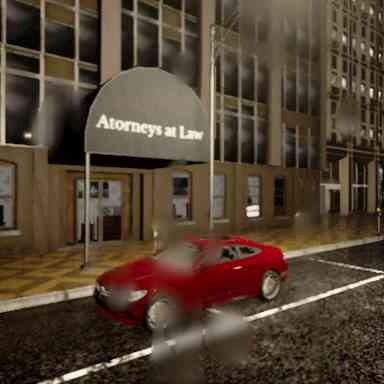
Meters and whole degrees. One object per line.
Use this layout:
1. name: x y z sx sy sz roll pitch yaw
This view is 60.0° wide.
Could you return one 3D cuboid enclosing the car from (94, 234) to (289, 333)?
1. car: 0.194 1.556 6.685 4.206 1.307 1.802 0 1 -35
